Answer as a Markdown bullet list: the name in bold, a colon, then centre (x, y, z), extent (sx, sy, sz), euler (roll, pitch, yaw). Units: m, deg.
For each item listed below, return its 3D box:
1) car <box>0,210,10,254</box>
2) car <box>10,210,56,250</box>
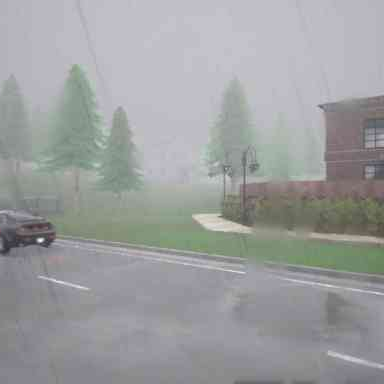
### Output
- **car**: centre (-7.683, 1.221, 9.371), extent (5.566, 2.045, 2.150), euler (0, 0, 35)
- **car**: centre (-7.504, 1.505, 13.525), extent (4.892, 1.490, 1.837), euler (0, 0, 35)
